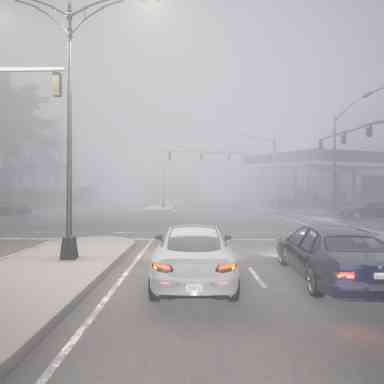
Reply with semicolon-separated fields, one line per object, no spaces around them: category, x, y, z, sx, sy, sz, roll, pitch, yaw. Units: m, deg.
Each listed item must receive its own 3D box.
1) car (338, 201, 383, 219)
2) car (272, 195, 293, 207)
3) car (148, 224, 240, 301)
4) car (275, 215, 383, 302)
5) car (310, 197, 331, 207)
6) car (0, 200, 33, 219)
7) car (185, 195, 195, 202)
car;14.695;1.502;27.634;4.892;1.490;1.837;0;0;-1
car;12.926;1.261;47.770;2.242;1.667;4.611;0;0;0
car;0.039;1.516;8.149;1.812;1.442;4.674;0;0;0
car;3.518;1.545;8.454;2.033;1.411;5.357;0;0;3
car;18.666;1.433;48.567;1.970;1.475;3.806;0;0;0
car;-15.858;1.422;27.609;4.902;1.511;2.128;0;0;0
car;-0.434;1.428;72.766;1.812;1.442;4.674;0;0;0
